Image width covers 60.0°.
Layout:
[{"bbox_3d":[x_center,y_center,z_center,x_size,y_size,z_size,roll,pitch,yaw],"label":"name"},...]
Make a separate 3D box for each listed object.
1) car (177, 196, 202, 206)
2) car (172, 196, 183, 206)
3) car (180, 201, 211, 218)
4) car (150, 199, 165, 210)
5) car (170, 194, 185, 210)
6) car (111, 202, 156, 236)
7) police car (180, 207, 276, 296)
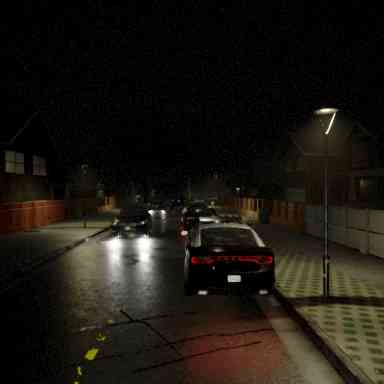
[{"bbox_3d":[0.177,1.379,24.762,2.097,1.767,4.553,0,0,-3],"label":"car"},{"bbox_3d":[-2.669,1.602,60.100,1.882,1.535,5.008,0,0,-3],"label":"car"},{"bbox_3d":[0.454,1.493,18.769,1.882,1.535,5.008,0,0,-2],"label":"car"},{"bbox_3d":[-4.539,1.614,44.159,1.812,1.442,4.674,0,0,-4],"label":"car"},{"bbox_3d":[-1.833,1.311,45.804,2.150,2.045,5.566,0,0,-3],"label":"car"},{"bbox_3d":[-3.269,1.543,18.794,1.812,1.442,4.674,0,0,-2],"label":"car"},{"bbox_3d":[0.745,1.427,8.835,1.930,1.638,5.238,0,0,-1],"label":"police car"}]
